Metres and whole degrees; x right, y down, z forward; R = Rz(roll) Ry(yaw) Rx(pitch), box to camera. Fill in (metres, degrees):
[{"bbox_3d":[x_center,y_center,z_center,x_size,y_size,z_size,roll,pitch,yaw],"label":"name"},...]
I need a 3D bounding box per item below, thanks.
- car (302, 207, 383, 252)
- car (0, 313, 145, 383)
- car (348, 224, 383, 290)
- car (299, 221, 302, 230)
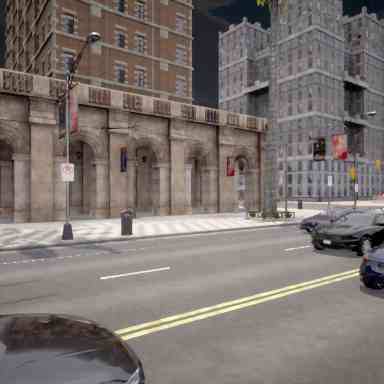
[{"bbox_3d":[6.774,1.477,13.094,5.008,1.535,1.882,0,0,-35],"label":"car"},{"bbox_3d":[-2.607,1.492,1.890,4.902,1.511,2.128,0,0,-35],"label":"car"},{"bbox_3d":[5.843,1.564,7.911,4.181,1.385,1.994,0,0,-36],"label":"car"},{"bbox_3d":[8.327,1.547,18.465,5.357,1.411,2.033,0,0,-35],"label":"car"}]
